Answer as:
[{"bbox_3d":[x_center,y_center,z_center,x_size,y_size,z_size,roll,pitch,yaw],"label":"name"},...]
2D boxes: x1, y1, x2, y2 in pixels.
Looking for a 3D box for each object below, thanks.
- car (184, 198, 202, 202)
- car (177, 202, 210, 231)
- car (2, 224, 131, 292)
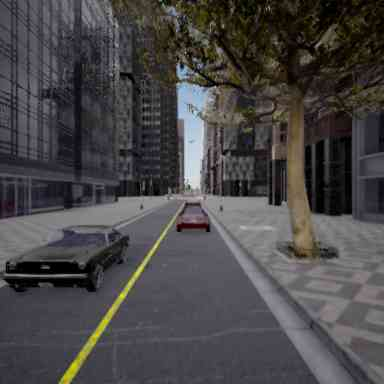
[{"bbox_3d":[0.081,1.481,38.481,1.882,1.535,5.008,0,0,0],"label":"car"},{"bbox_3d":[0.087,1.567,20.538,1.994,1.385,4.181,0,0,0],"label":"car"},{"bbox_3d":[-3.004,1.603,9.036,1.895,1.301,4.718,0,0,0],"label":"car"}]
